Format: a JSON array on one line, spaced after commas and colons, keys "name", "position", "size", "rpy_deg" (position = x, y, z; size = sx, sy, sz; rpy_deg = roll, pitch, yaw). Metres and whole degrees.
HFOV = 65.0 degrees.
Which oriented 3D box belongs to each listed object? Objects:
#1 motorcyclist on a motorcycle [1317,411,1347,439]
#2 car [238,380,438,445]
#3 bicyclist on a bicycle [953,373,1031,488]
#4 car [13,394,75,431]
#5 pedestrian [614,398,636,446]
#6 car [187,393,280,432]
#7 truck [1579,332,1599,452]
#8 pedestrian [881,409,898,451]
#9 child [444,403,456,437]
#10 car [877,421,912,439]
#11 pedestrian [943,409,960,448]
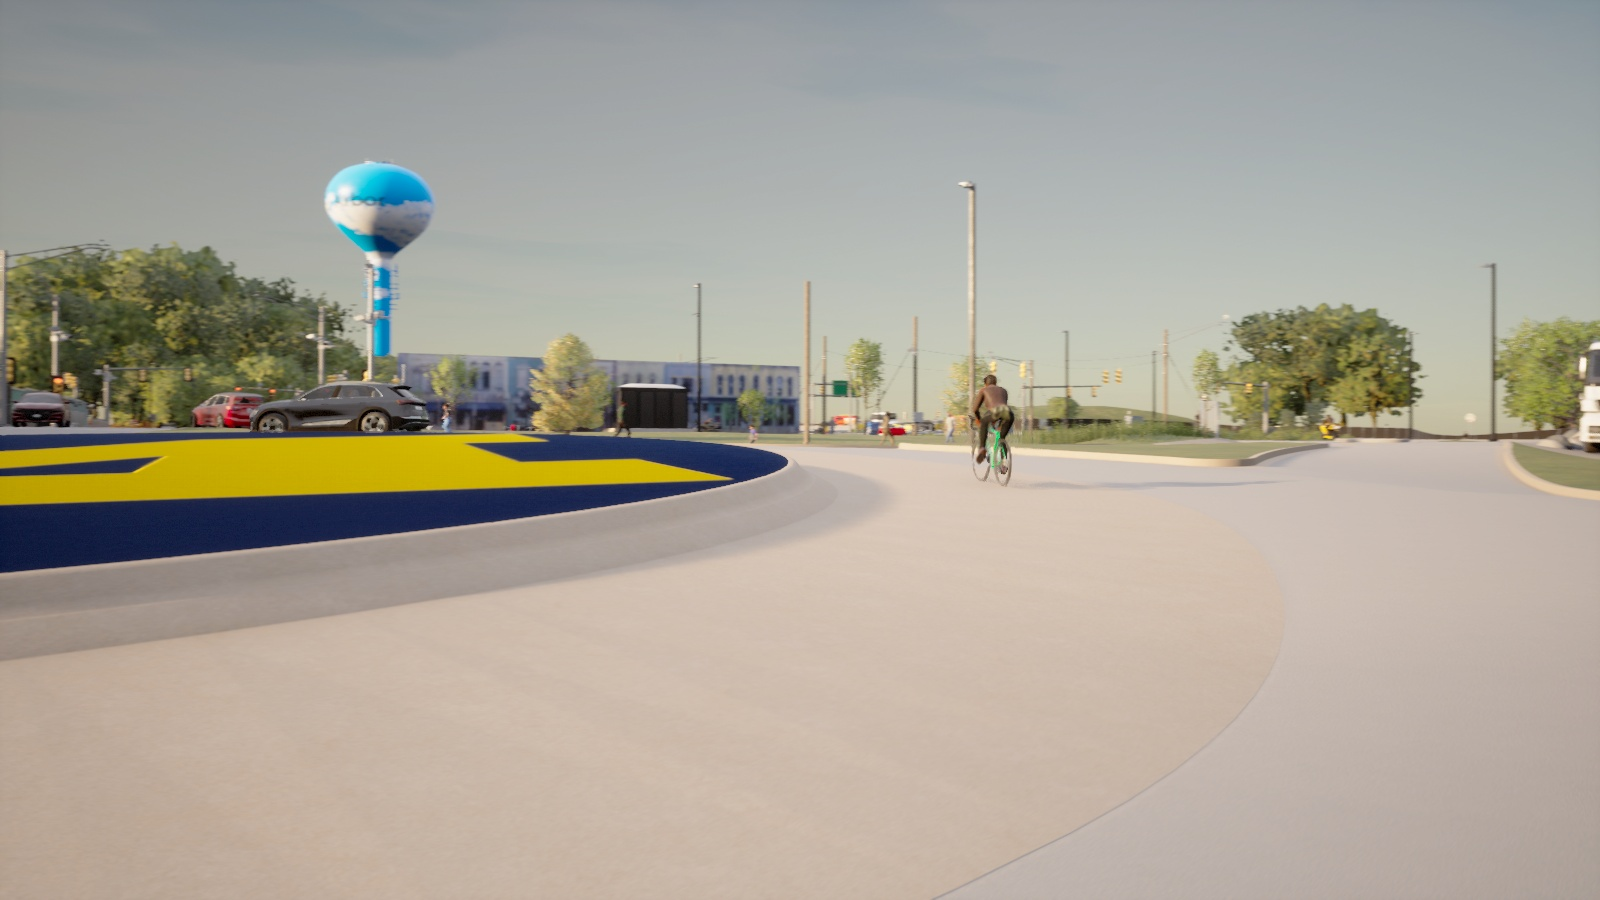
[{"name": "motorcyclist on a motorcycle", "position": [29.906, -1.389, 70.652], "size": [0.797, 1.523, 2.044], "rpy_deg": [1, 1, 0]}, {"name": "car", "position": [-12.888, -1.024, 35.205], "size": [4.856, 1.649, 2.033], "rpy_deg": [-1, 0, 4]}, {"name": "bicyclist on a bicycle", "position": [2.815, -0.305, 18.541], "size": [0.582, 1.620, 1.656], "rpy_deg": [0, 2, -11]}, {"name": "car", "position": [-32.990, -1.613, 54.877], "size": [1.882, 1.535, 5.008], "rpy_deg": [0, 1, -26]}, {"name": "pedestrian", "position": [-7.202, -1.141, 51.736], "size": [0.788, 1.949, 0.423], "rpy_deg": [0, 0, -28]}, {"name": "car", "position": [-25.411, -1.682, 56.279], "size": [4.611, 1.667, 2.242], "rpy_deg": [2, 2, 44]}, {"name": "truck", "position": [26.243, -1.702, 39.038], "size": [2.891, 3.462, 7.936], "rpy_deg": [3, 3, 35]}, {"name": "pedestrian", "position": [4.136, -0.935, 57.955], "size": [0.692, 1.930, 0.396], "rpy_deg": [0, 0, -26]}, {"name": "child", "position": [-13.086, -1.135, 46.974], "size": [0.437, 1.263, 0.270], "rpy_deg": [0, 0, -19]}, {"name": "car", "position": [7.235, -1.527, 96.134], "size": [2.207, 1.376, 1.481], "rpy_deg": [-1, 0, -40]}, {"name": "pedestrian", "position": [7.021, -0.993, 58.253], "size": [0.706, 1.836, 0.354], "rpy_deg": [0, 0, -29]}]
